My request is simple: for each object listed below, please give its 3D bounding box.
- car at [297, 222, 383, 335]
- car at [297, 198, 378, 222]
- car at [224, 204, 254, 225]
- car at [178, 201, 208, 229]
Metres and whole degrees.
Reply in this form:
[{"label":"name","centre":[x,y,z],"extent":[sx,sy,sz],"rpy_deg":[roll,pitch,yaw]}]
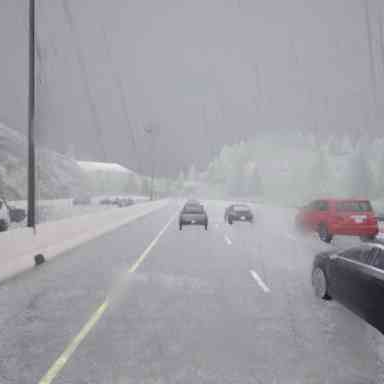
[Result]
[{"label":"car","centre":[3.595,1.524,5.564],"extent":[2.128,1.511,4.902],"rpy_deg":[0,0,0]},{"label":"car","centre":[7.098,1.317,16.800],"extent":[2.150,2.045,5.566],"rpy_deg":[0,0,0]},{"label":"car","centre":[3.580,1.672,25.661],"extent":[1.812,1.442,4.674],"rpy_deg":[0,0,0]},{"label":"car","centre":[0.083,1.620,22.507],"extent":[2.128,1.511,4.902],"rpy_deg":[0,0,0]}]
